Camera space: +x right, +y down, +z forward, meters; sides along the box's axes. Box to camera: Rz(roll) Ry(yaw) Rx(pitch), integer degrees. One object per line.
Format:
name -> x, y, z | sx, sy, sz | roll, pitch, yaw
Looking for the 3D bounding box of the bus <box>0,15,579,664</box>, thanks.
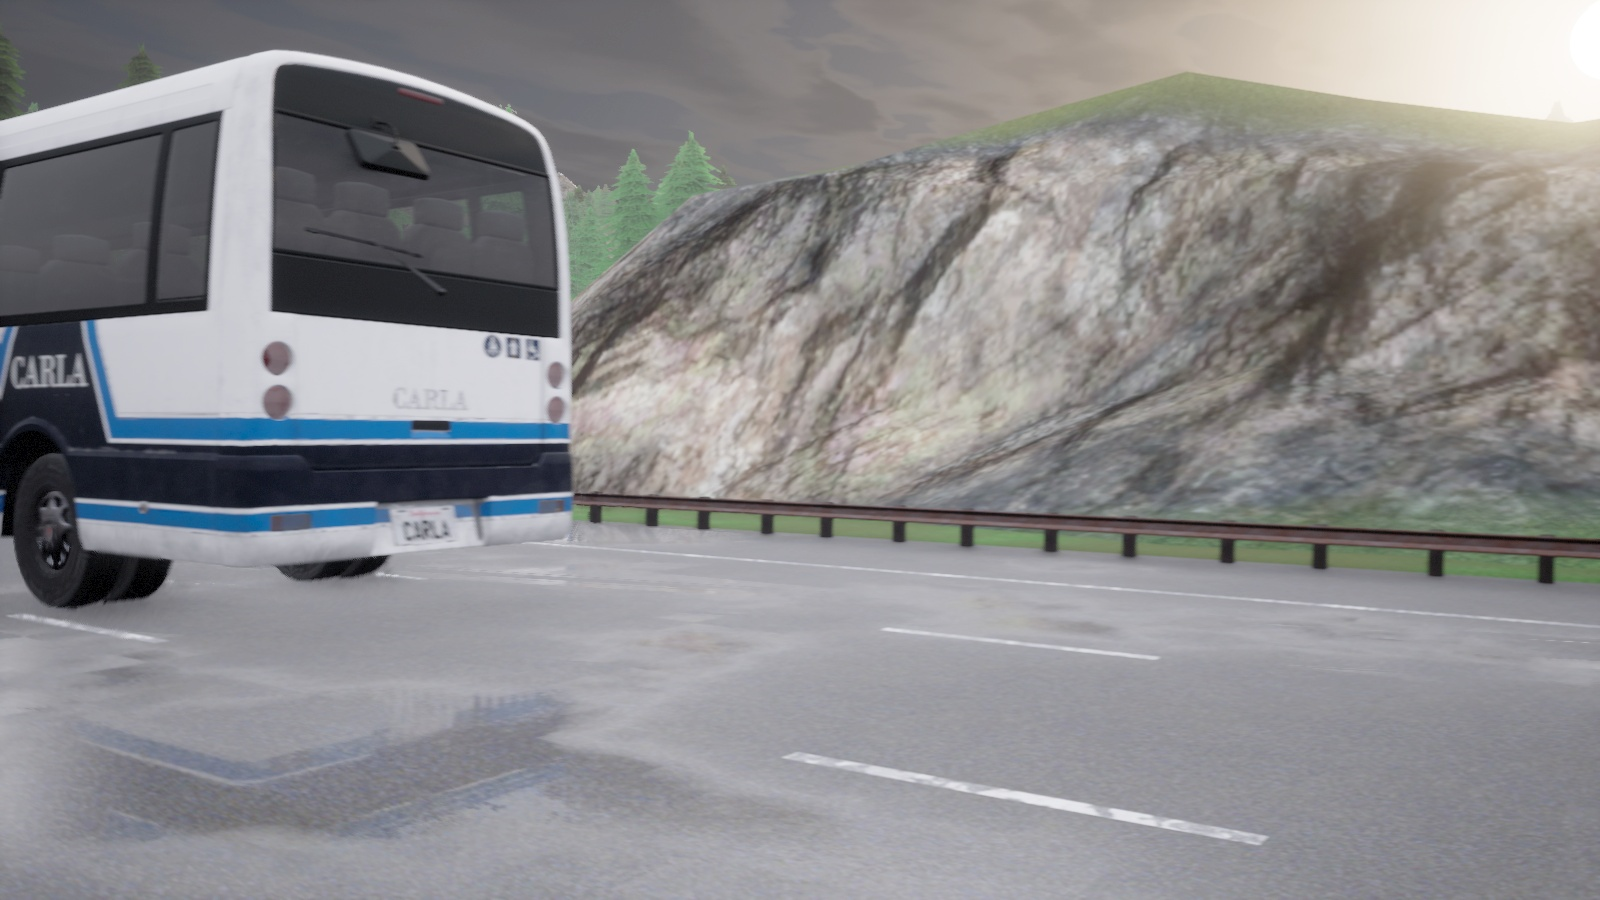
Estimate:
bus -> -7.425, -0.752, 12.731 | 10.273, 4.253, 3.944 | 0, 1, 34
